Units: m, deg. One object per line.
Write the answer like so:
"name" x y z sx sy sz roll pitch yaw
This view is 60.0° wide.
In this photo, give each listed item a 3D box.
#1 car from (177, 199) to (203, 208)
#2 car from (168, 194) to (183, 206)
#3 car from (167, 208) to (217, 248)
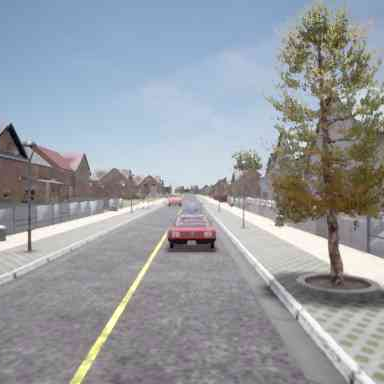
"car" 0.000 1.569 29.656 2.033 1.411 5.357 0 0 0
"car" -2.750 1.333 54.633 2.150 2.045 5.566 0 0 0
"car" 0.000 1.619 14.682 1.895 1.301 4.718 0 0 0
